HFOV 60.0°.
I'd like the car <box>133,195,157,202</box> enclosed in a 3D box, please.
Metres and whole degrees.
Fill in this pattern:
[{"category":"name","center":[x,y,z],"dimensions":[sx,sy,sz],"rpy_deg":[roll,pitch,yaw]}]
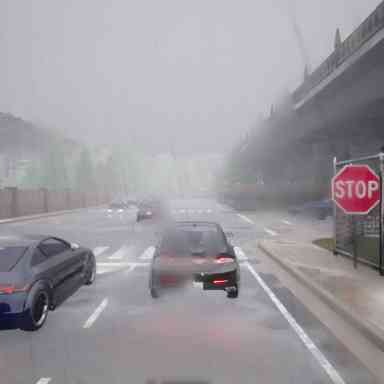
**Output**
[{"category":"car","center":[-6.466,1.505,46.015],"dimensions":[1.837,1.490,4.892],"rpy_deg":[0,0,1]}]

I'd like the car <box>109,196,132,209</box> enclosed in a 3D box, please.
[{"category":"car","center":[-9.971,1.505,45.697],"dimensions":[1.837,1.490,4.892],"rpy_deg":[0,0,1]}]

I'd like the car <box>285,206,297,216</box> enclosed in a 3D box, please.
[{"category":"car","center":[11.544,1.547,30.957],"dimensions":[5.357,1.411,2.033],"rpy_deg":[0,0,0]}]

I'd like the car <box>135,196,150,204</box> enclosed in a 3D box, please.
[{"category":"car","center":[-9.627,1.547,65.300],"dimensions":[2.033,1.411,5.357],"rpy_deg":[0,0,1]}]

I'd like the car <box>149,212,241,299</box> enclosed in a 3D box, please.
[{"category":"car","center":[0.060,1.492,8.464],"dimensions":[2.128,1.511,4.902],"rpy_deg":[0,0,0]}]

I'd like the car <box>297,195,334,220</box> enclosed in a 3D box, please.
[{"category":"car","center":[12.017,1.222,27.456],"dimensions":[5.566,2.045,2.150],"rpy_deg":[0,0,0]}]

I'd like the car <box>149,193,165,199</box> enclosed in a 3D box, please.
[{"category":"car","center":[-6.314,1.221,55.868],"dimensions":[2.150,2.045,5.566],"rpy_deg":[0,0,1]}]

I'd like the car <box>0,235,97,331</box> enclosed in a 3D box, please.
[{"category":"car","center":[-3.413,1.564,6.842],"dimensions":[1.994,1.385,4.181],"rpy_deg":[0,0,0]}]

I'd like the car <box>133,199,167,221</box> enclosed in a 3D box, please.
[{"category":"car","center":[-3.180,1.564,26.929],"dimensions":[1.994,1.385,4.181],"rpy_deg":[0,0,1]}]
